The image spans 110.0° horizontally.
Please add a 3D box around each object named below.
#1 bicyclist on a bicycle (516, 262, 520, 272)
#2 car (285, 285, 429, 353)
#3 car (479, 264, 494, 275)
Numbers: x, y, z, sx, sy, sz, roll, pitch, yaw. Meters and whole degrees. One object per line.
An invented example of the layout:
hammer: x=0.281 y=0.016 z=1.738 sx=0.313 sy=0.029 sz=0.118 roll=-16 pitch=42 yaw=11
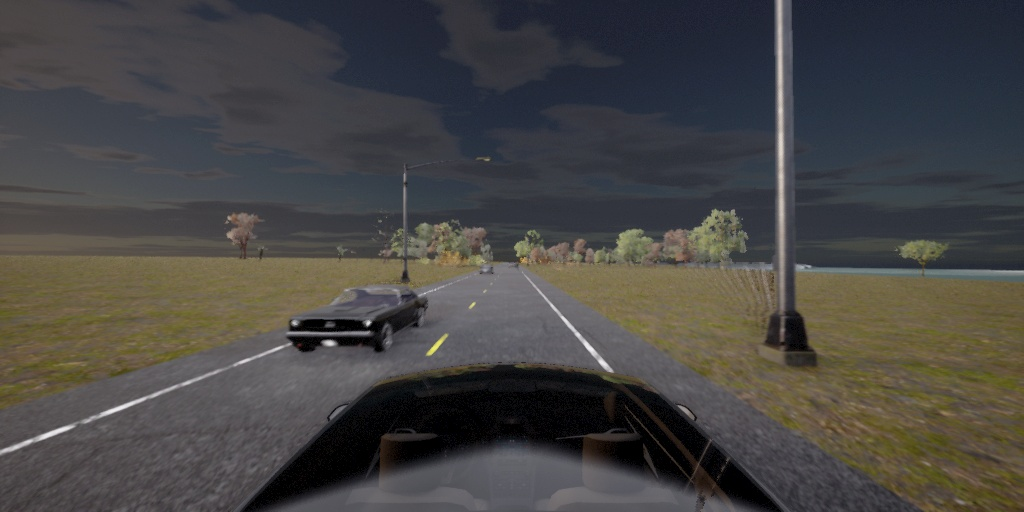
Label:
bicyclist on a bicycle: x=0.980 y=1.898 z=62.797 sx=0.659 sy=1.776 sz=1.843 roll=0 pitch=0 yaw=0
car: x=-3.598 y=1.448 z=9.290 sx=1.895 sy=1.301 sz=4.718 roll=0 pitch=-1 yaw=0
car: x=-3.566 y=1.863 z=50.373 sx=2.128 sy=1.511 sz=4.902 roll=0 pitch=-1 yaw=0
